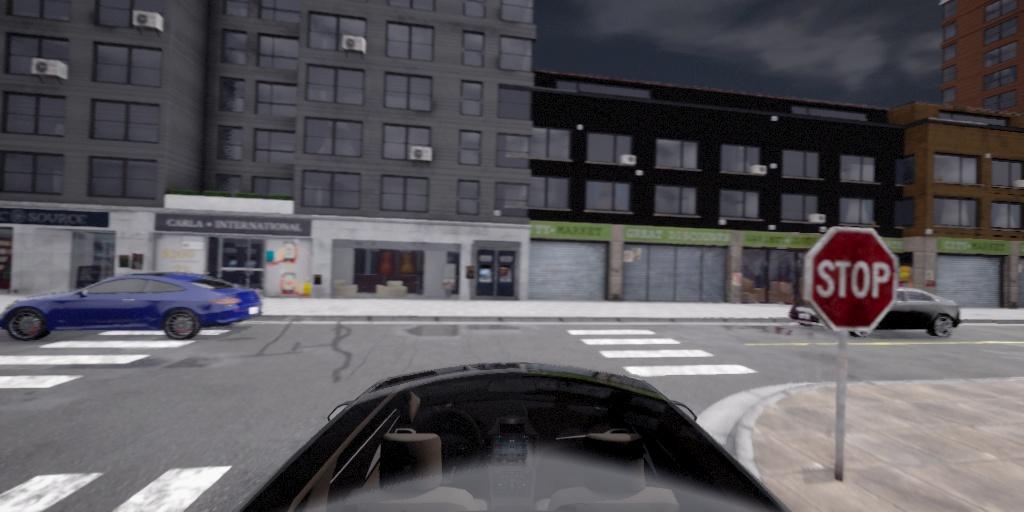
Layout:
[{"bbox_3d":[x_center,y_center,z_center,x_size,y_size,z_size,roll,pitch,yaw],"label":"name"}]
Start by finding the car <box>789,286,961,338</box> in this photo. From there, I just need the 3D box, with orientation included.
[{"bbox_3d":[11.532,1.695,11.511,4.902,1.511,2.128,2,-1,-8],"label":"car"}]

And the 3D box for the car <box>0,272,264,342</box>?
[{"bbox_3d":[-8.631,1.108,8.509,4.674,1.442,1.812,2,-1,-8],"label":"car"}]
